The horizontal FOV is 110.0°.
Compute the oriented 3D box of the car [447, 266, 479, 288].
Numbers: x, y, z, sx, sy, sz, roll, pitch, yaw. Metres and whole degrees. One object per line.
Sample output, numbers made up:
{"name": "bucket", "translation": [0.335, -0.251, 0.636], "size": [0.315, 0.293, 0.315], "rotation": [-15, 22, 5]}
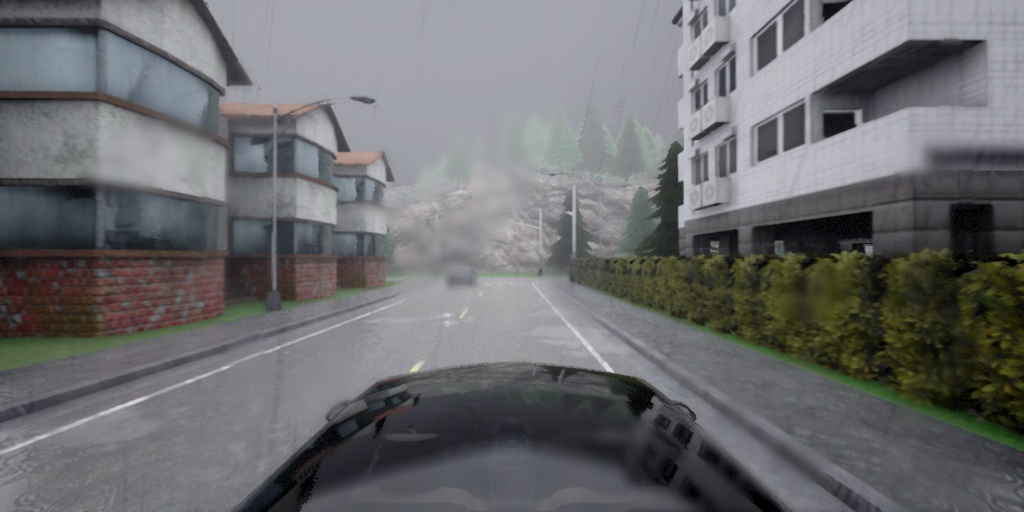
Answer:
{"name": "car", "translation": [-3.527, 1.524, 26.346], "size": [1.837, 1.490, 4.892], "rotation": [0, -1, 0]}
